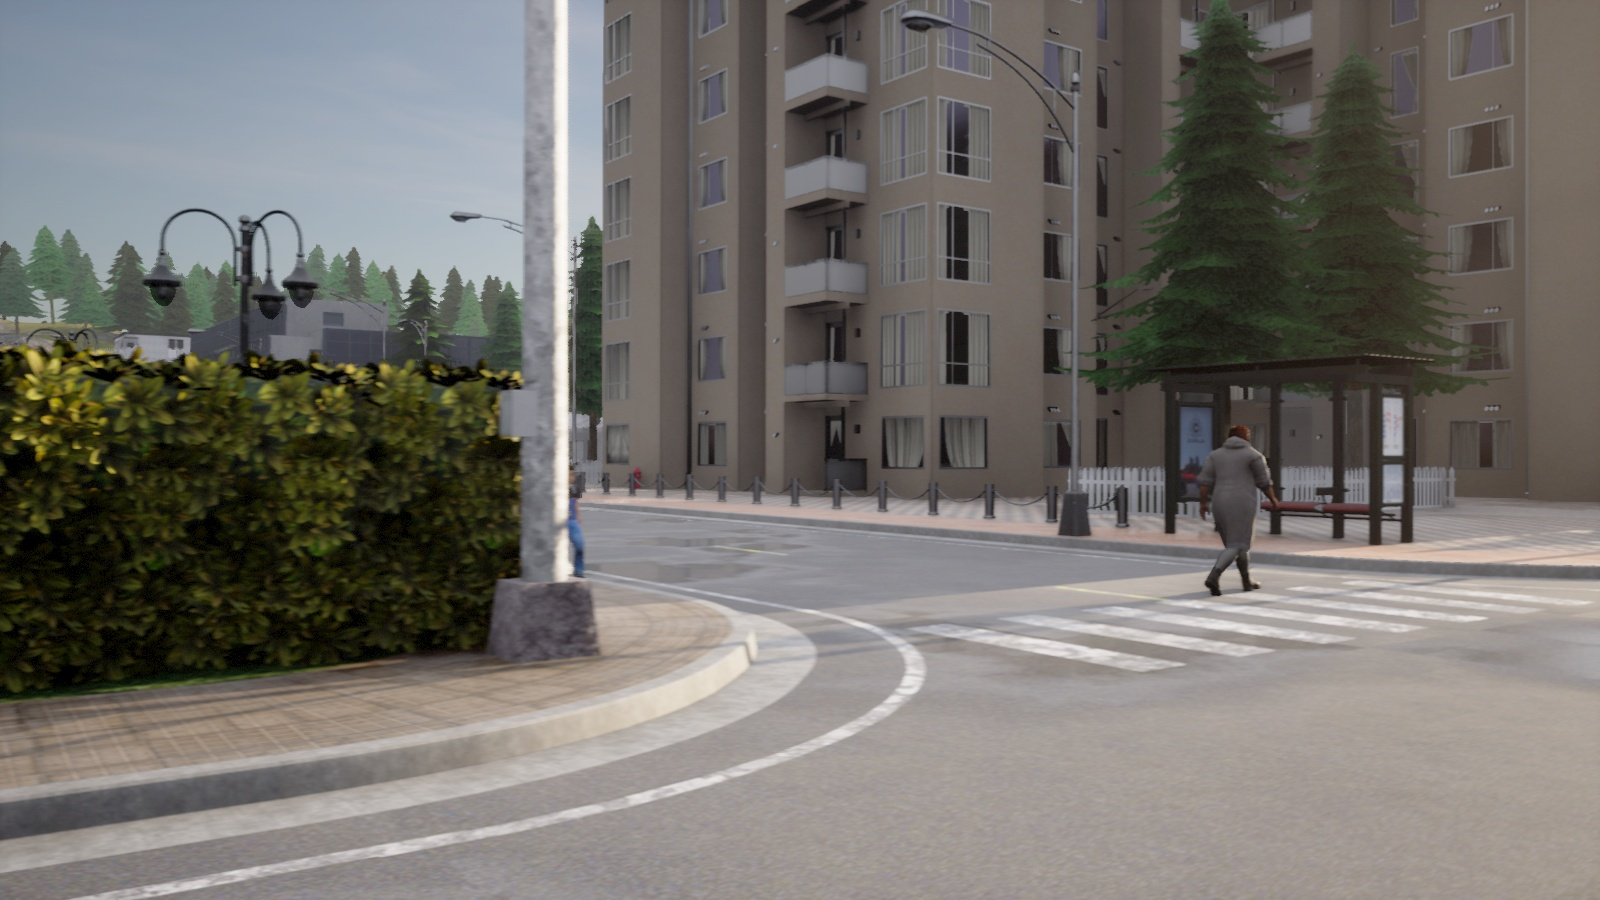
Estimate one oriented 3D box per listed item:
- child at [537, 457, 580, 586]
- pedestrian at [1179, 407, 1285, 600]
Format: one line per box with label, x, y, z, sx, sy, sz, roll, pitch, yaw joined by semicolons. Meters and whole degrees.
child;-2.428;0.706;12.596;0.270;1.263;0.437;0;0;-35
pedestrian;4.556;0.546;13.240;0.873;1.952;0.659;0;0;-35
